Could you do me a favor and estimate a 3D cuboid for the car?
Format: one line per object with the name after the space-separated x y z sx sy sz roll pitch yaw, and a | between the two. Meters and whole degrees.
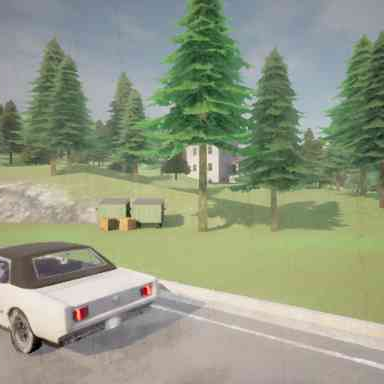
-2.939 1.601 6.089 4.718 1.301 1.895 0 0 35 | car
